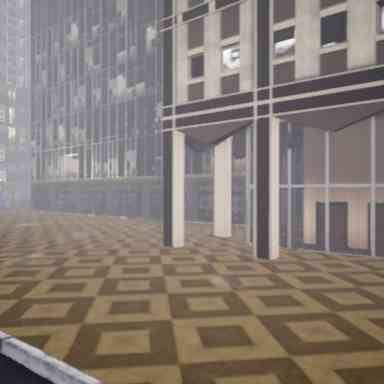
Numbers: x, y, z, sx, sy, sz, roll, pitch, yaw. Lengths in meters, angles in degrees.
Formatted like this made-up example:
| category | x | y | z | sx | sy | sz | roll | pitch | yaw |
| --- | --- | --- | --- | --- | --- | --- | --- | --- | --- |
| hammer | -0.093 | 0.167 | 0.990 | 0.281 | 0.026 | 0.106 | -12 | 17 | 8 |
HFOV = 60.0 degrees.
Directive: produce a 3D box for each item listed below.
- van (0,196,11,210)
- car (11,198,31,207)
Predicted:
| category | x | y | z | sx | sy | sz | roll | pitch | yaw |
| --- | --- | --- | --- | --- | --- | --- | --- | --- | --- |
| van | -24.305 | 1.341 | 39.446 | 1.690 | 1.788 | 3.998 | 0 | 0 | 38 |
| car | -25.593 | 1.579 | 50.881 | 1.802 | 1.307 | 4.206 | 0 | 0 | 38 |
